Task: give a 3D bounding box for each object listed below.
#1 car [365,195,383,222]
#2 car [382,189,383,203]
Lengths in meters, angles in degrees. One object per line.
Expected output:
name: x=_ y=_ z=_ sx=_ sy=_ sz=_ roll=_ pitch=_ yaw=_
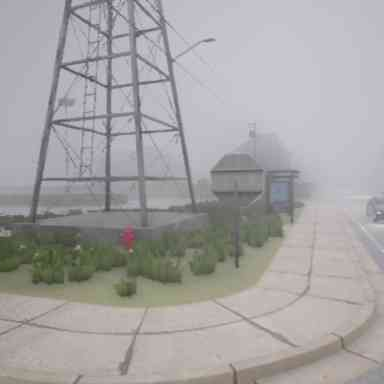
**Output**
car: x=11.441 y=0.929 z=19.653 sx=2.033 sy=1.411 sz=5.357 roll=0 pitch=1 yaw=22
car: x=20.954 y=0.443 z=34.221 sx=1.812 sy=1.442 sz=4.674 roll=0 pitch=1 yaw=21
